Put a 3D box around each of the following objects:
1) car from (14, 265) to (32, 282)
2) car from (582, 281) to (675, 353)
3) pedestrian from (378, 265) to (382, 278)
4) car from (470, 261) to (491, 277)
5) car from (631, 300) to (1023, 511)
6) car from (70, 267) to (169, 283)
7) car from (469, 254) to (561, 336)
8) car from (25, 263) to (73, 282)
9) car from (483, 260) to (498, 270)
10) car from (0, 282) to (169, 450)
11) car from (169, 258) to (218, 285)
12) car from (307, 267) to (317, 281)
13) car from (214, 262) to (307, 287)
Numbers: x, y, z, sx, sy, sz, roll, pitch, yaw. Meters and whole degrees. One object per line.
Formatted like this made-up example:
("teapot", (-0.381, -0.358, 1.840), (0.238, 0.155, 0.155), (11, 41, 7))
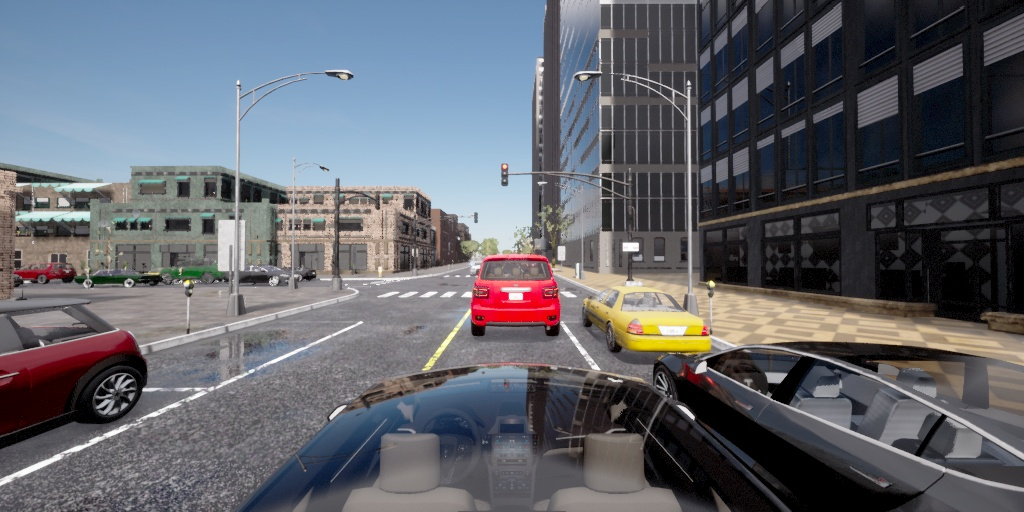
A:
("car", (-38.508, 1.591, 25.901), (4.892, 1.490, 1.837), (-1, -1, 1))
("car", (2.812, 1.277, 8.622), (1.751, 1.417, 4.829), (0, 0, 0))
("pedestrian", (-12.620, 1.398, 34.355), (0.375, 1.300, 0.375), (0, 0, 1))
("car", (-3.181, 1.287, 36.932), (1.812, 1.442, 4.674), (0, 0, 0))
("car", (2.655, 1.316, 2.809), (1.948, 1.339, 4.313), (0, 0, 0))
("car", (-28.095, 1.587, 25.779), (4.718, 1.301, 1.895), (-1, -1, 1))
("car", (0.080, 0.975, 10.497), (2.150, 2.045, 5.566), (0, 0, 0))
("car", (-41.672, 1.522, 31.704), (5.009, 1.841, 2.192), (0, 0, 1))
("car", (-3.220, 1.316, 54.235), (2.033, 1.411, 5.357), (0, 0, 0))
("car", (-5.693, 1.190, 2.843), (1.967, 1.591, 4.097), (0, 0, 0))
("car", (-25.191, 1.230, 28.931), (5.566, 2.045, 2.150), (-1, -1, 1))
("car", (-19.481, 1.561, 31.472), (4.313, 1.339, 1.948), (0, 0, 1))
("car", (-17.892, 1.381, 25.691), (4.902, 1.511, 2.128), (-1, -1, 2))
